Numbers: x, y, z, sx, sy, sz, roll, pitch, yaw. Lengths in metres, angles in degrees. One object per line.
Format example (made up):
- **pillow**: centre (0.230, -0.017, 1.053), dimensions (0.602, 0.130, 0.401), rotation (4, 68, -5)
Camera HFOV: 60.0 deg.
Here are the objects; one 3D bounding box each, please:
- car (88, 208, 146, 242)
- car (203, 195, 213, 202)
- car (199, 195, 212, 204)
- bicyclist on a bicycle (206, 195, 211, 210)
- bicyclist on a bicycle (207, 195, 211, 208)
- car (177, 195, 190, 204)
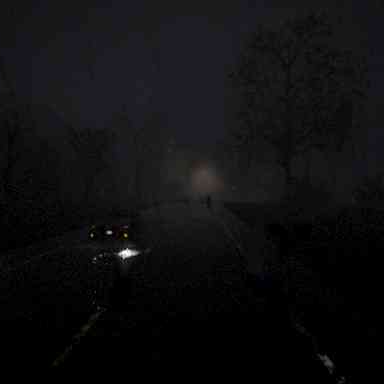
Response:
- **car**: centre (-3.403, 1.475, 15.771), dimensions (1.994, 1.385, 4.181), rotation (0, 0, 1)
- **car**: centre (3.581, 1.405, 74.379), dimensions (1.895, 1.301, 4.718), rotation (0, 0, 6)
- **car**: centre (2.208, 1.412, 57.041), dimensions (1.895, 1.301, 4.718), rotation (0, 0, 5)
- **bicyclist on a bicycle**: centre (1.843, 1.300, 36.017), dimensions (0.582, 1.620, 1.656), rotation (0, 0, 3)
- **bicyclist on a bicycle**: centre (2.319, 1.283, 45.144), dimensions (0.582, 1.620, 1.656), rotation (0, 0, 3)
- **car**: centre (-1.404, 1.281, 57.414), dimensions (1.882, 1.535, 5.008), rotation (0, 0, 5)
